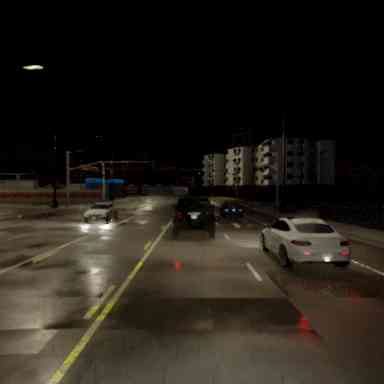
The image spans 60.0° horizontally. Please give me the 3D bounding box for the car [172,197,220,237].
[{"bbox_3d":[0.106,1.262,18.363,2.150,2.045,5.566,0,0,0],"label":"car"}]

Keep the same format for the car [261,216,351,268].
[{"bbox_3d":[3.601,1.546,11.169,1.812,1.442,4.674,0,0,0],"label":"car"}]

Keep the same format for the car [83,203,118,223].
[{"bbox_3d":[-7.091,1.585,26.336,1.812,1.442,4.674,0,0,0],"label":"car"}]

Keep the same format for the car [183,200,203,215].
[{"bbox_3d":[0.106,1.628,36.282,1.994,1.385,4.181,0,0,0],"label":"car"}]

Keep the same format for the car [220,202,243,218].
[{"bbox_3d":[3.607,1.616,31.134,2.033,1.411,5.357,0,0,0],"label":"car"}]
